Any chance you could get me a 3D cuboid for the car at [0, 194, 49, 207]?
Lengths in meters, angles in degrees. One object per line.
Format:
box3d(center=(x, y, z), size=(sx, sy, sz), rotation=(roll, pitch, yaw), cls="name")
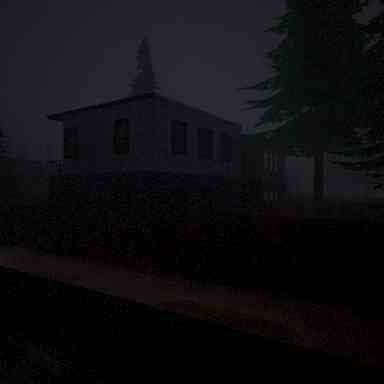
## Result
box3d(center=(-14.753, 1.202, 29.594), size=(2.150, 2.045, 5.566), rotation=(0, 0, 27), cls="car")
